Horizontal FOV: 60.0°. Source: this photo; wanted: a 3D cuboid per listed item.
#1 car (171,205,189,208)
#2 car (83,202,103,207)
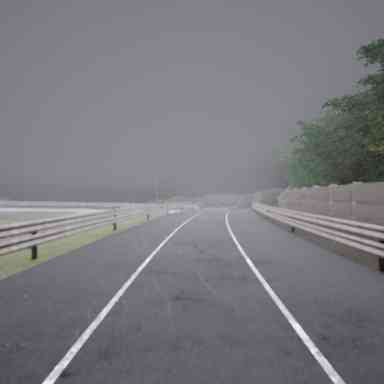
[{"bbox_3d":[-2.801,3.603,79.416,5.008,1.535,1.882,3,-5,-41],"label":"car"},{"bbox_3d":[-20.536,2.743,67.166,5.008,1.535,1.882,2,-5,-29],"label":"car"}]
